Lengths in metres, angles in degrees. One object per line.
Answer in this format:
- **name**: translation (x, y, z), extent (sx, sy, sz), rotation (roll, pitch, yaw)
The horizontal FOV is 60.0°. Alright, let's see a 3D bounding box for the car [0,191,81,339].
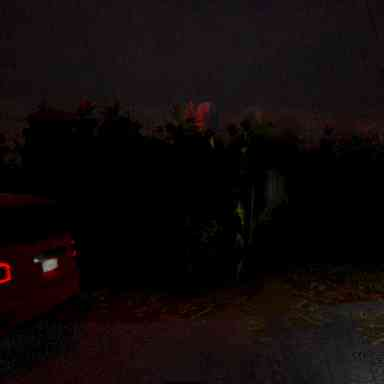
- **car**: translation (-4.477, 0.977, 5.007), extent (5.566, 2.045, 2.150), rotation (2, 2, 13)
